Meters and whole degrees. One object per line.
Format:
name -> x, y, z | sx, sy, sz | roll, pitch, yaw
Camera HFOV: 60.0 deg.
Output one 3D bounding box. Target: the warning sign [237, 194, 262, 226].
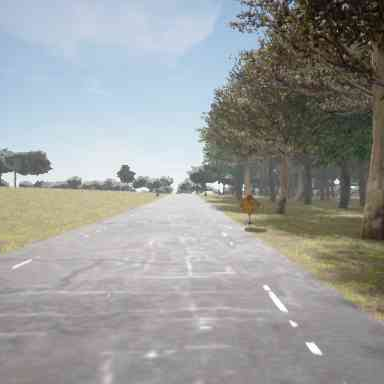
warning sign -> 3.488, 1.076, 20.158 | 1.300, 1.860, 1.060 | -1, 0, 0
